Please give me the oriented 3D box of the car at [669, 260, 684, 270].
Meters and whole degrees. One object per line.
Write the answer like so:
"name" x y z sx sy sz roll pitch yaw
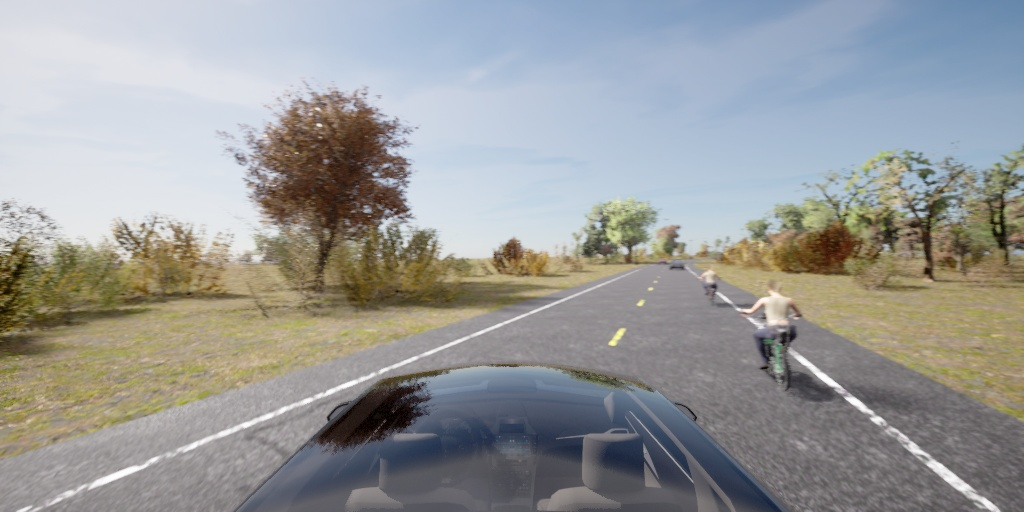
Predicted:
"car" 24.833 1.387 54.040 1.994 1.385 4.181 -1 0 23

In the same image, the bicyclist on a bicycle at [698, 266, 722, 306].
"bicyclist on a bicycle" 8.126 1.190 14.690 0.866 1.612 1.509 -1 -1 24

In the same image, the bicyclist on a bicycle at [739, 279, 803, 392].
"bicyclist on a bicycle" 4.135 1.166 5.665 0.866 1.612 1.509 -1 -1 24
